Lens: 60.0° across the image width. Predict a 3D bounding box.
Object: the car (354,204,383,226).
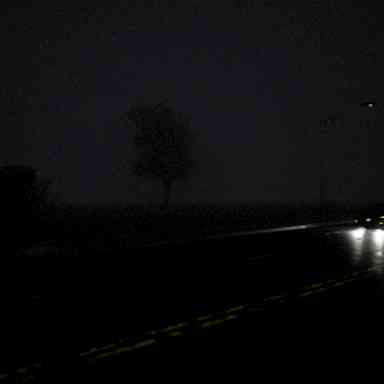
[{"bbox_3d":[11.870,1.431,20.614,4.181,1.385,1.994,0,0,-37],"label":"car"}]
